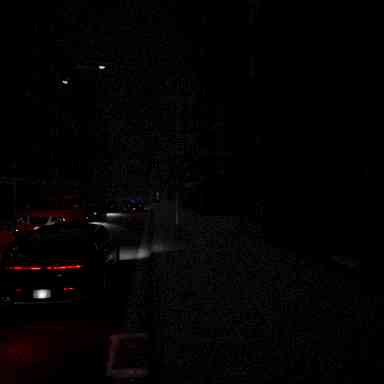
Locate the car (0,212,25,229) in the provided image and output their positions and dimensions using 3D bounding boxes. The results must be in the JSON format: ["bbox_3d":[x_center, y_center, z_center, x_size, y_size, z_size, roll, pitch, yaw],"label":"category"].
[{"bbox_3d":[-5.584,1.323,7.124,2.097,1.767,4.553,0,0,-8],"label":"car"}]

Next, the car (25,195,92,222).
[{"bbox_3d":[-6.786,1.182,16.678,2.150,2.045,5.566,0,0,-7],"label":"car"}]

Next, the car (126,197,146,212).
[{"bbox_3d":[-6.554,1.554,38.542,1.895,1.301,4.718,0,0,-6],"label":"car"}]

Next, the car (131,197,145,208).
[{"bbox_3d":[-7.841,1.475,48.648,1.812,1.442,4.674,0,0,-7],"label":"car"}]

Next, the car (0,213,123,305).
[{"bbox_3d":[-2.861,1.491,8.093,1.837,1.490,4.892,0,0,-7],"label":"car"}]

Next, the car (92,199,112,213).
[{"bbox_3d":[-8.033,1.496,26.854,2.033,1.411,5.357,0,0,-7],"label":"car"}]

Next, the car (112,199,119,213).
[{"bbox_3d":[-9.226,1.485,36.883,2.033,1.411,5.357,0,0,-7],"label":"car"}]
